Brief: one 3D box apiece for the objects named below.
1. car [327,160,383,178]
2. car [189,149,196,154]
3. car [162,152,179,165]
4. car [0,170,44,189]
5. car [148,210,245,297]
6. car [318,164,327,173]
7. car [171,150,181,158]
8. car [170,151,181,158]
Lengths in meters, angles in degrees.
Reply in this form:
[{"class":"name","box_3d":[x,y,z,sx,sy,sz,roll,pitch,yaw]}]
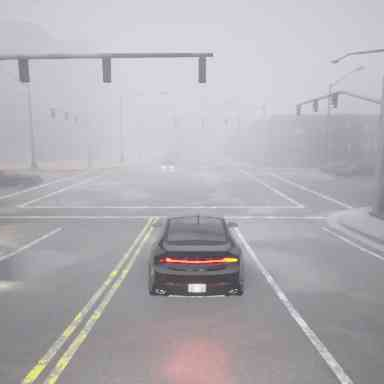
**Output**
[{"class":"car","box_3d":[16.677,-2.141,32.814,5.357,1.411,2.033,0,9,2]},{"class":"car","box_3d":[0.095,-10.967,90.286,1.994,1.385,4.181,0,9,0]},{"class":"car","box_3d":[-3.543,-4.880,50.661,2.033,1.411,5.357,0,9,0]},{"class":"car","box_3d":[-14.155,-1.008,25.834,4.718,1.301,1.895,0,9,0]},{"class":"car","box_3d":[0.080,1.203,7.996,1.837,1.490,4.892,0,4,0]},{"class":"car","box_3d":[16.313,-2.728,36.263,4.902,1.511,2.128,0,9,0]},{"class":"car","box_3d":[-3.426,-8.073,70.969,1.882,1.535,5.008,0,9,0]},{"class":"car","box_3d":[-3.504,-6.636,60.791,2.097,1.767,4.553,0,9,0]}]
